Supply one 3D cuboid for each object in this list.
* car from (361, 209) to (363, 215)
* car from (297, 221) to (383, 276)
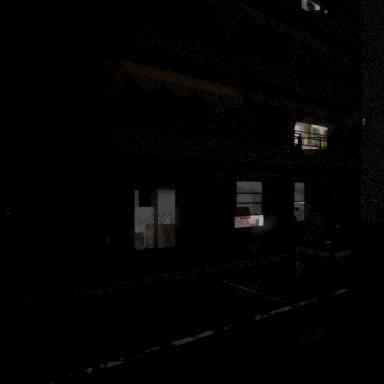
[{"bbox_3d":[15.037,1.820,34.565,1.882,1.535,5.008,0,-1,-36],"label":"car"},{"bbox_3d":[5.055,1.582,10.245,4.206,1.307,1.802,0,0,-36],"label":"car"}]
